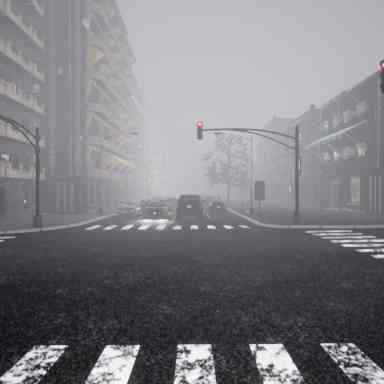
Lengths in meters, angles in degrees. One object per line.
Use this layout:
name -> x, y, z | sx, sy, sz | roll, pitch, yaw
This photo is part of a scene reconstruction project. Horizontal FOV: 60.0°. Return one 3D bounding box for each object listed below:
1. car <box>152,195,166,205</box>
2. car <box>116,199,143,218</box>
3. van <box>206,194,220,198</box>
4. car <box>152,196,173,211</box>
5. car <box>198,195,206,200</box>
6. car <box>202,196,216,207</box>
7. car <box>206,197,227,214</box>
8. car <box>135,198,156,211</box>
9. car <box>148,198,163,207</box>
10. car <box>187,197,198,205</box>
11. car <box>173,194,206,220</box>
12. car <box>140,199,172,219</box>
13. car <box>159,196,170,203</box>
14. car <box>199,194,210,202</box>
car -> -5.683, 1.417, 57.826 | 1.967, 1.590, 4.097 | 0, 0, 0
car -> -5.688, 1.543, 30.158 | 2.008, 1.369, 4.403 | 0, 0, 0
van -> 2.694, 1.327, 41.216 | 1.690, 1.788, 3.998 | 0, 0, 0
car -> -3.092, 1.535, 38.666 | 2.033, 1.411, 5.357 | 0, 0, 0
car -> 2.705, 1.496, 91.018 | 1.887, 1.381, 4.507 | 0, 0, 0
car -> 2.697, 1.420, 52.284 | 1.967, 1.590, 4.097 | 0, 0, 0
car -> 2.695, 1.555, 35.683 | 1.947, 1.339, 4.313 | 0, 0, 0
car -> -5.685, 1.531, 41.225 | 1.887, 1.381, 4.507 | 0, 0, 0
car -> -5.683, 1.562, 52.293 | 1.802, 1.307, 4.206 | 0, 0, 0
car -> 0.111, 1.577, 59.561 | 1.895, 1.301, 4.718 | 0, 0, 0
car -> -0.094, 1.215, 28.424 | 2.150, 2.045, 5.566 | 0, 0, 2
car -> -3.103, 1.556, 29.319 | 1.994, 1.385, 4.181 | 0, 0, -1
car -> -5.680, 1.552, 68.893 | 1.802, 1.307, 4.206 | 0, 0, 0
car -> 2.700, 1.280, 74.418 | 2.192, 1.841, 5.009 | 0, 0, 0
